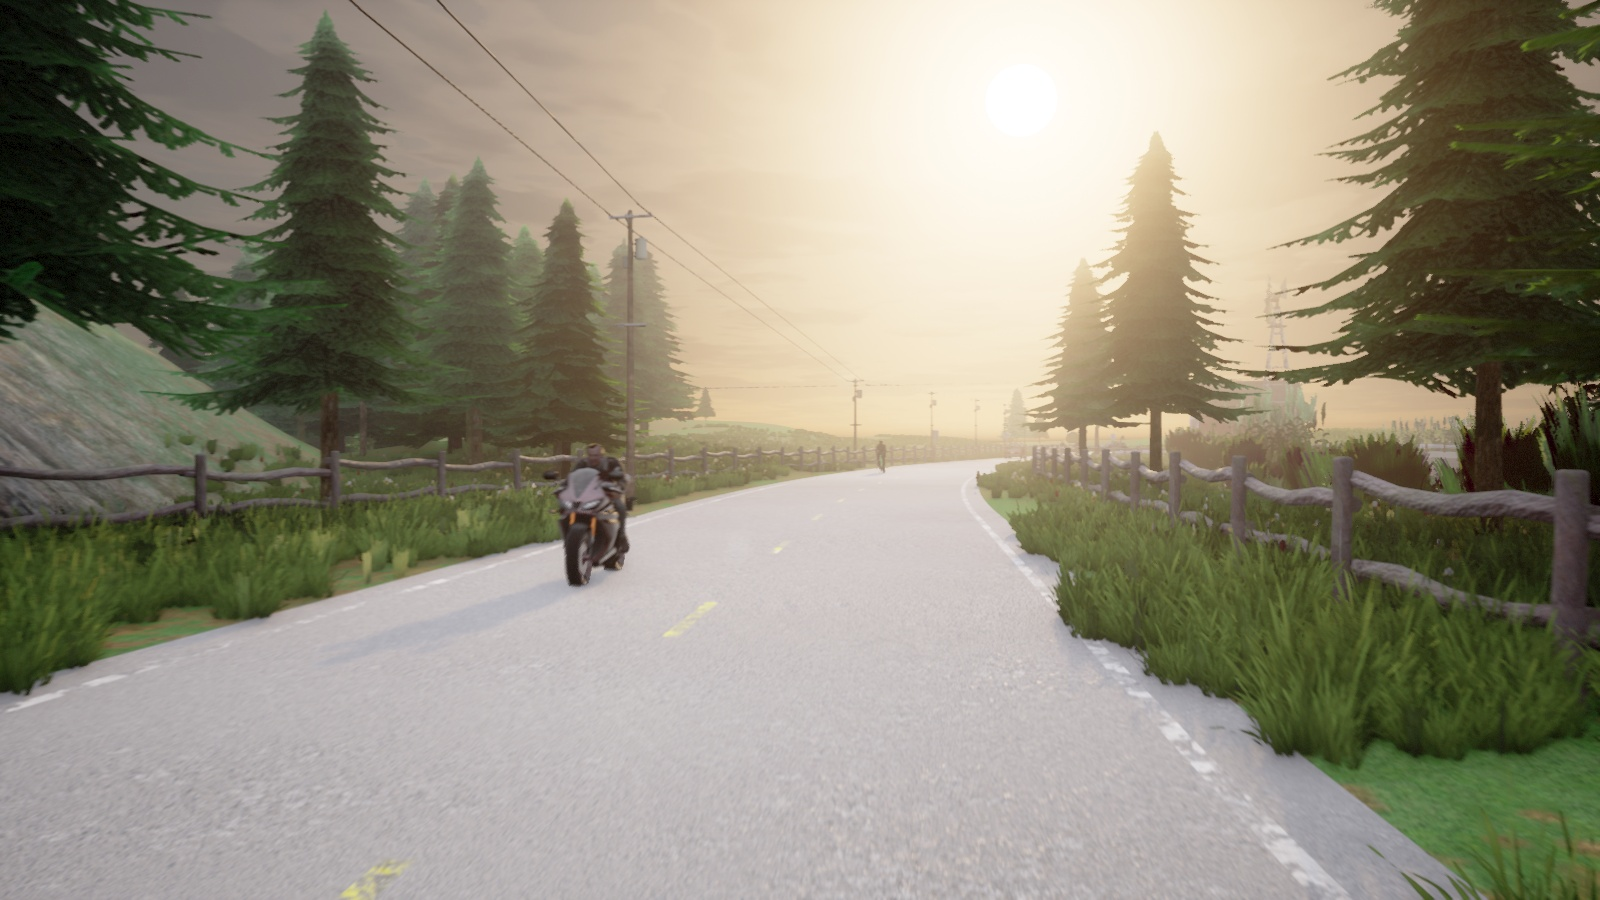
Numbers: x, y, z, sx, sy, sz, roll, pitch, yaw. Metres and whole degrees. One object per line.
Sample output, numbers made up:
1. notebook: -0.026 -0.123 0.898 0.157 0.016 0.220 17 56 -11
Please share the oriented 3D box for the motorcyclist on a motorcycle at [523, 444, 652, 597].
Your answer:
1. motorcyclist on a motorcycle: -2.270 0.701 13.708 0.866 1.530 2.191 0 0 5
